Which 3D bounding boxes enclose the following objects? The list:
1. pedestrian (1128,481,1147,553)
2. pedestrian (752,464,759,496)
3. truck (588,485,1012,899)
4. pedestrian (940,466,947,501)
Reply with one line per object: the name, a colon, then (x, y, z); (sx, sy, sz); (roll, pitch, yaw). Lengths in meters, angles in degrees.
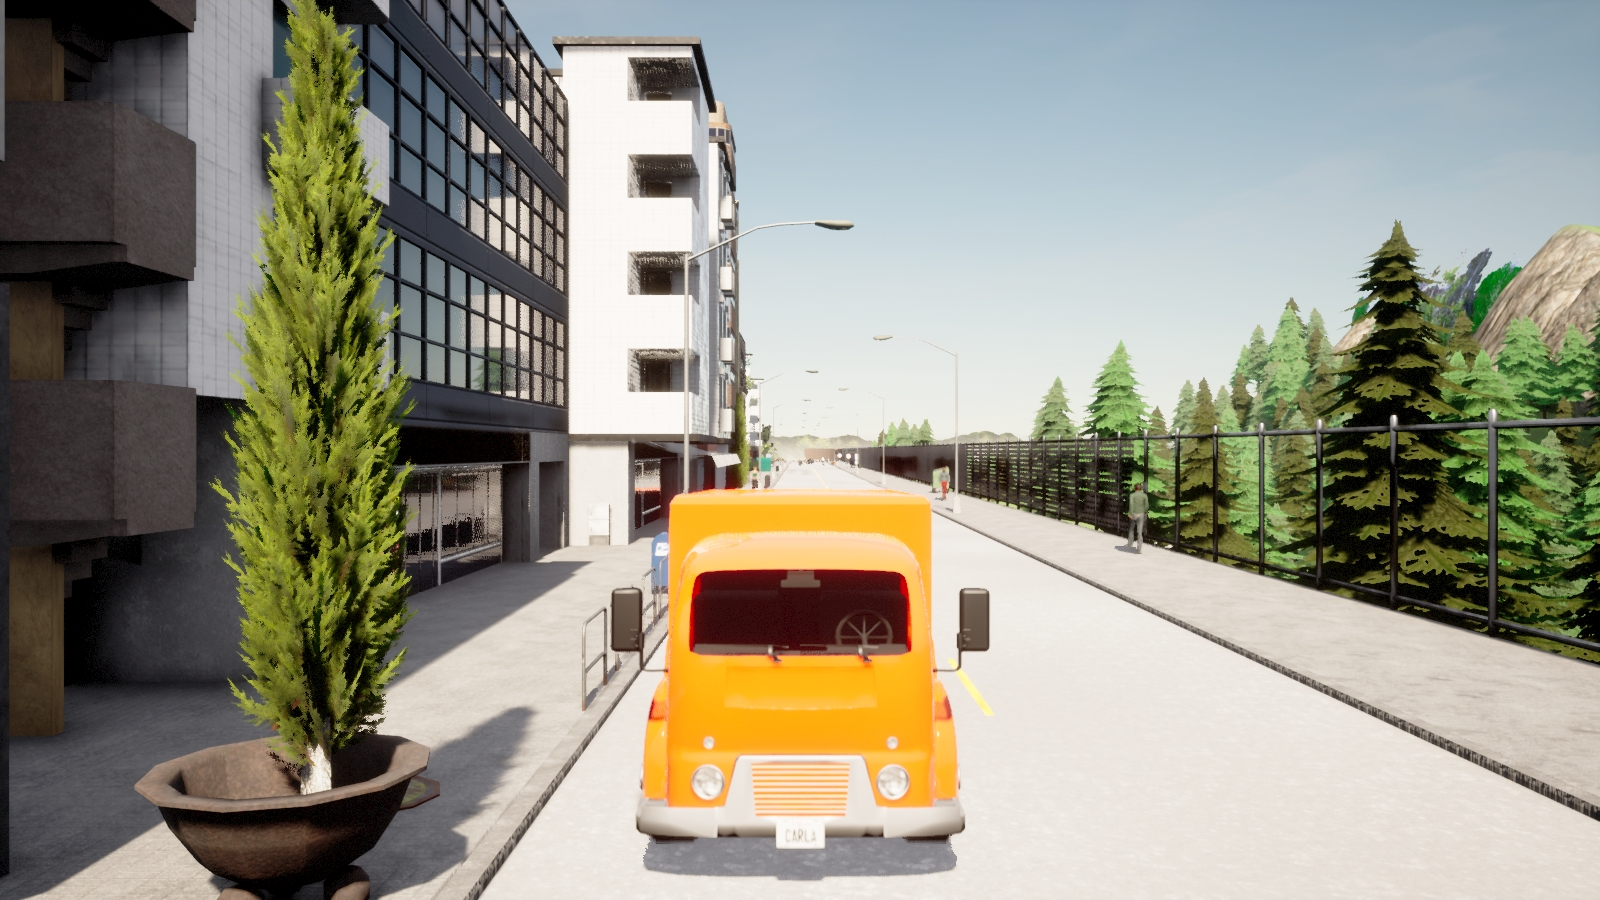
pedestrian: (8.825, 1.757, 29.862); (0.375, 1.860, 0.375); (0, 0, -3)
pedestrian: (-2.621, 1.770, 67.082); (0.375, 1.860, 0.375); (0, 0, -8)
truck: (0.000, 1.581, 9.688); (2.627, 2.467, 5.204); (0, -1, 0)
pedestrian: (7.673, 1.768, 61.092); (0.375, 1.860, 0.375); (0, 0, 0)
